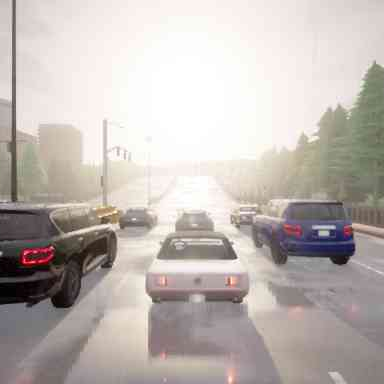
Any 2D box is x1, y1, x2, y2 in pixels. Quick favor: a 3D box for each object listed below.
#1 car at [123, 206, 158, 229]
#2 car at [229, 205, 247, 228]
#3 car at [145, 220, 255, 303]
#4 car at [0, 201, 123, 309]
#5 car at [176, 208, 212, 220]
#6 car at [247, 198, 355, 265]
[{"bbox_3d":[-3.371,1.564,21.473,1.994,1.385,4.181,0,0,0],"label":"car"},{"bbox_3d":[3.628,1.547,21.979,2.033,1.411,5.357,0,0,0],"label":"car"},{"bbox_3d":[0.110,1.601,8.125,1.895,1.301,4.718,0,0,0],"label":"car"},{"bbox_3d":[-3.385,1.223,8.009,2.150,2.045,5.566,0,0,0],"label":"car"},{"bbox_3d":[0.125,1.564,17.976,1.994,1.385,4.181,0,0,0],"label":"car"},{"bbox_3d":[3.613,1.222,11.789,2.150,2.045,5.566,0,0,0],"label":"car"}]
